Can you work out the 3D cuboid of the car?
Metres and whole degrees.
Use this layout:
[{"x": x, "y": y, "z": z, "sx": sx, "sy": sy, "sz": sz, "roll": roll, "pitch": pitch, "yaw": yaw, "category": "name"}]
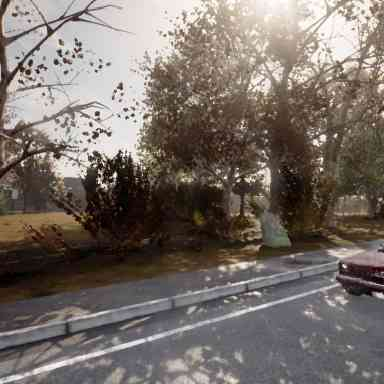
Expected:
[{"x": 5.283, "y": 1.612, "z": 7.450, "sx": 4.718, "sy": 1.301, "sz": 1.895, "roll": 0, "pitch": 0, "yaw": -35, "category": "car"}]
